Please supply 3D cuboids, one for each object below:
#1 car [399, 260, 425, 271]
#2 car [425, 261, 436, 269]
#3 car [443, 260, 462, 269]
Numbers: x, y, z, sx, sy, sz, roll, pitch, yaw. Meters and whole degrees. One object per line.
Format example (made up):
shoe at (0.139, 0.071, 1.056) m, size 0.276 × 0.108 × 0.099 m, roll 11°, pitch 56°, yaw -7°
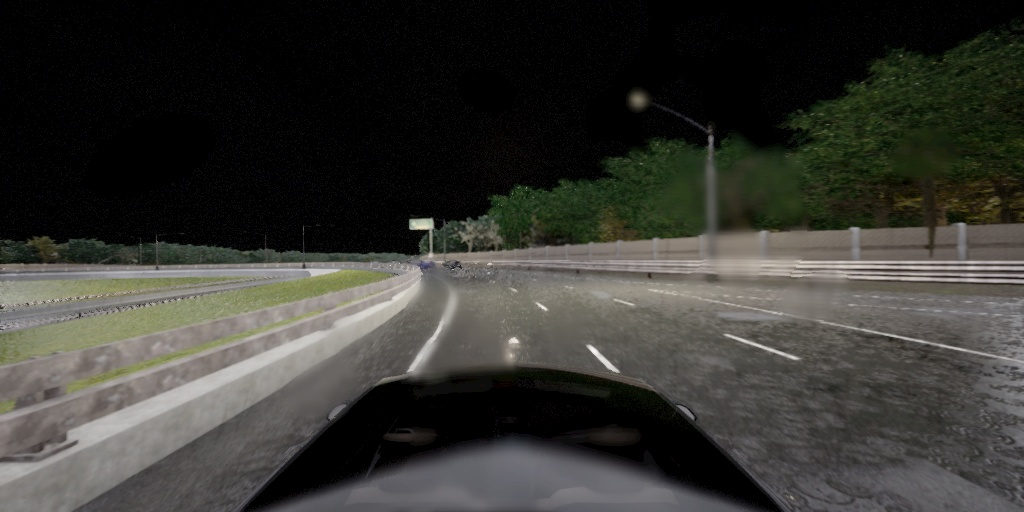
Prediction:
car at (-16.171, 1.425, 57.699) m, size 2.097 × 1.767 × 4.553 m, roll -1°, pitch 0°, yaw -32°
car at (-14.848, 1.525, 62.177) m, size 1.882 × 1.535 × 5.008 m, roll -1°, pitch 0°, yaw -34°
car at (-10.283, 1.457, 61.503) m, size 1.837 × 1.490 × 4.892 m, roll -1°, pitch 0°, yaw -33°
